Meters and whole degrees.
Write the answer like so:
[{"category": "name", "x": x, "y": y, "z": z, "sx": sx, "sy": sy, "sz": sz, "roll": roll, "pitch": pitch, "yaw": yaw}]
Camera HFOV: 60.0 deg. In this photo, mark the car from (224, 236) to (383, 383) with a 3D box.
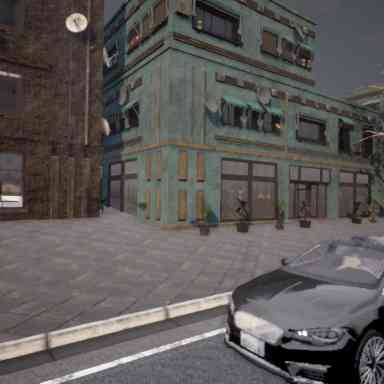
[{"category": "car", "x": 2.705, "y": 1.507, "z": 5.249, "sx": 4.902, "sy": 1.511, "sz": 2.128, "roll": 0, "pitch": 0, "yaw": -35}]
